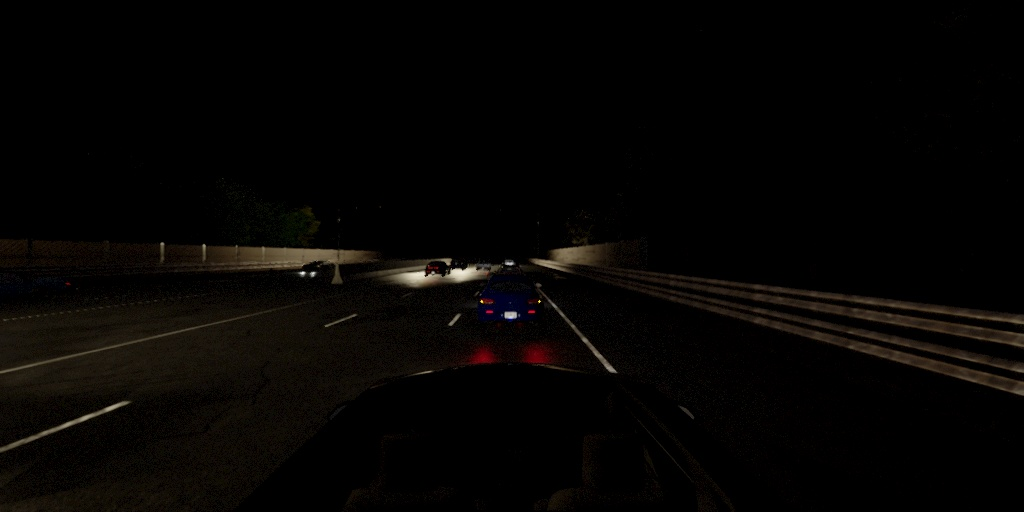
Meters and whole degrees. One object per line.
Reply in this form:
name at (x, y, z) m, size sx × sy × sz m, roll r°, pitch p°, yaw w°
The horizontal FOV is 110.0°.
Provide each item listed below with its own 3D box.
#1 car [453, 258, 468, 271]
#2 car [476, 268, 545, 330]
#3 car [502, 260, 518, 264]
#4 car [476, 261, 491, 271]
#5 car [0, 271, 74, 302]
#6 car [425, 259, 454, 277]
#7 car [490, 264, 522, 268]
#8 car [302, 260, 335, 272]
car at (-7.350, 1.077, 49.290) m, size 2.097 × 1.767 × 4.553 m, roll 0°, pitch 0°, yaw -1°
car at (-0.044, 1.271, 11.024) m, size 1.812 × 1.442 × 4.674 m, roll 0°, pitch 0°, yaw 0°
car at (-0.152, 1.225, 32.052) m, size 2.128 × 1.511 × 4.902 m, roll 0°, pitch 0°, yaw -1°
car at (-3.855, 1.326, 49.830) m, size 1.895 × 1.301 × 4.718 m, roll 0°, pitch 0°, yaw -1°
car at (-21.152, 1.292, 14.077) m, size 2.033 × 1.411 × 5.357 m, roll 0°, pitch 0°, yaw 0°
car at (-7.186, 1.239, 35.004) m, size 1.837 × 1.490 × 4.892 m, roll 0°, pitch 1°, yaw -1°
car at (-0.139, 1.340, 21.784) m, size 1.895 × 1.301 × 4.718 m, roll 0°, pitch 0°, yaw -1°
car at (-24.919, 1.275, 46.447) m, size 2.033 × 1.411 × 5.357 m, roll 0°, pitch 0°, yaw -1°
